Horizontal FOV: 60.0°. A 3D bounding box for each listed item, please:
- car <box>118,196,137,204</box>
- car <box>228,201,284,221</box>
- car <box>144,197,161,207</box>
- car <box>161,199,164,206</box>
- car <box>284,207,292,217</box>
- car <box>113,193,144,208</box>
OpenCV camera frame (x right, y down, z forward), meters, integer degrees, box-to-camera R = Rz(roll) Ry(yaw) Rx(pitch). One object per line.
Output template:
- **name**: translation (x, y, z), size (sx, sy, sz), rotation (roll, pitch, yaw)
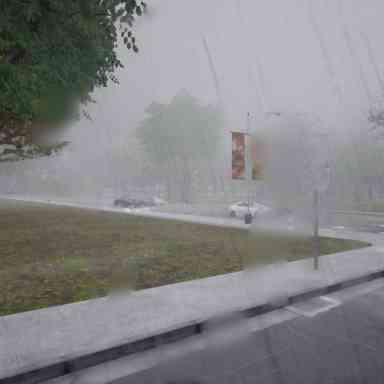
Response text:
- **car**: translation (-12.312, 1.486, 63.028), size (1.812, 1.442, 4.674), rotation (0, 0, -35)
- **car**: translation (4.880, 1.511, 27.338), size (1.812, 1.442, 4.674), rotation (0, 0, -35)
- **car**: translation (-7.052, 1.474, 49.804), size (1.837, 1.490, 4.892), rotation (0, 0, -35)
- **car**: translation (-6.318, 1.489, 54.616), size (1.812, 1.442, 4.674), rotation (0, 0, -36)
- **car**: translation (6.545, 1.527, 30.633), size (2.033, 1.411, 5.357), rotation (0, 0, -35)
- **car**: translation (-9.441, 1.196, 47.552), size (2.150, 2.045, 5.566), rotation (0, 0, -35)
